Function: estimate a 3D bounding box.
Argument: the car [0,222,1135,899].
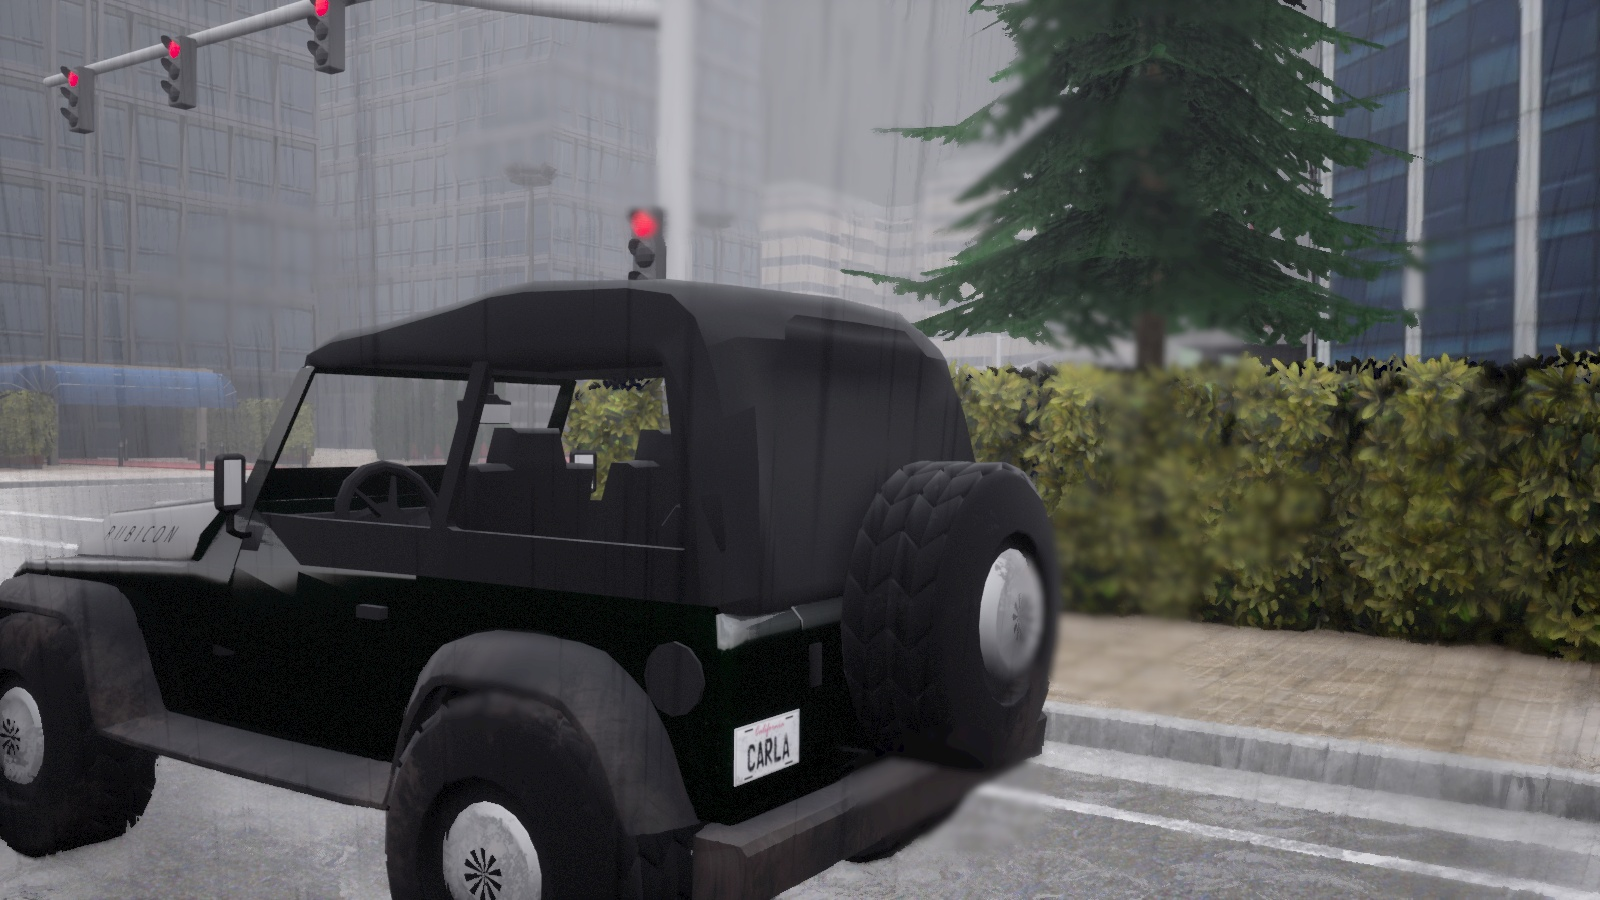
[{"bbox_3d":[-1.061,0.478,4.325,3.866,1.878,1.905,0,1,34],"label":"car"}]
